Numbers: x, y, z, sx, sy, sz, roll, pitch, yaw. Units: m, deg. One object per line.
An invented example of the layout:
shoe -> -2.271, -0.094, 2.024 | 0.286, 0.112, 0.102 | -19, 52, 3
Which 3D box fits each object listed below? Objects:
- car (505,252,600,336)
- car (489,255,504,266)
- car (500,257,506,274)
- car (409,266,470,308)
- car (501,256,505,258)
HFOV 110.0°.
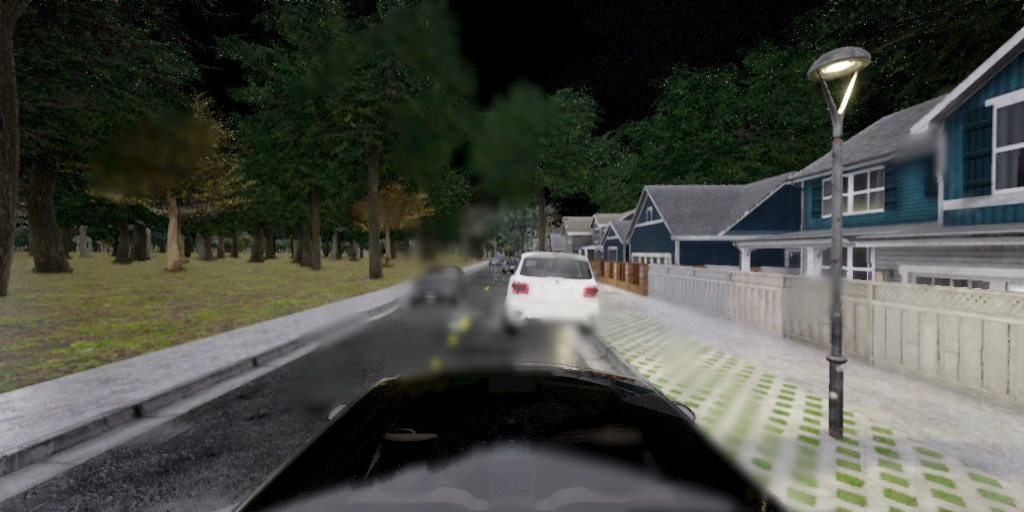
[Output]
car -> 0.962, 0.963, 10.359 | 2.150, 2.045, 5.566 | 3, -1, 0
car -> -2.844, 0.947, 59.822 | 2.128, 1.511, 4.902 | 0, 0, 0
car -> 0.013, 1.138, 38.460 | 1.994, 1.385, 4.181 | 0, 0, 1
car -> -2.855, 1.187, 14.979 | 1.837, 1.490, 4.892 | 0, 0, 0
car -> -0.118, 1.086, 48.207 | 1.994, 1.385, 4.181 | 0, 0, 2
